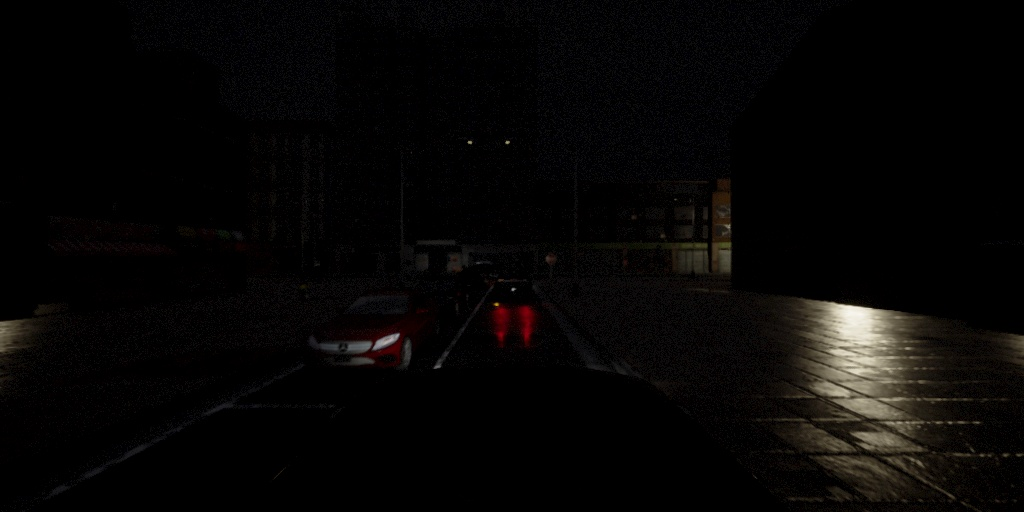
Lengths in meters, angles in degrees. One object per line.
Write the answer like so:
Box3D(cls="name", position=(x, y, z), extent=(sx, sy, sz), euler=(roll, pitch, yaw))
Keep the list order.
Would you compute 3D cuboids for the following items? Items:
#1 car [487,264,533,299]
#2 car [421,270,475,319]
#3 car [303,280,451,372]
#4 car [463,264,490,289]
Box3D(cls="car", position=(0.072, 1.338, 18.794), extent=(2.128, 1.511, 4.902), euler=(0, 0, 0))
Box3D(cls="car", position=(-2.639, 1.380, 13.128), extent=(1.948, 1.339, 4.313), euler=(0, 0, 0))
Box3D(cls="car", position=(-2.638, 1.365, 7.675), extent=(1.802, 1.307, 4.207), euler=(0, 0, 0))
Box3D(cls="car", position=(-2.640, 1.441, 24.032), extent=(1.948, 1.339, 4.313), euler=(0, 0, 0))
